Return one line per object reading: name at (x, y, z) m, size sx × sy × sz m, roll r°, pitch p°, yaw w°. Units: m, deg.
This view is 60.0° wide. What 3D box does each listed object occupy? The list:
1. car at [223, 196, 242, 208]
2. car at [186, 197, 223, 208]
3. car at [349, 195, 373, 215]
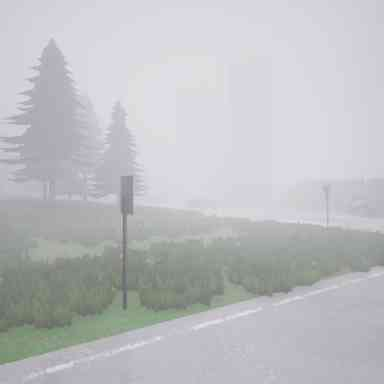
car at (4.834, 1.346, 44.879) m, size 3.988 × 1.617 × 1.851 m, roll 0°, pitch 0°, yaw -36°
car at (1.046, 1.353, 39.931) m, size 2.128 × 1.511 × 4.902 m, roll 0°, pitch 0°, yaw -35°
car at (16.414, 1.221, 32.420) m, size 1.905 × 1.878 × 3.866 m, roll 0°, pitch 0°, yaw 24°
